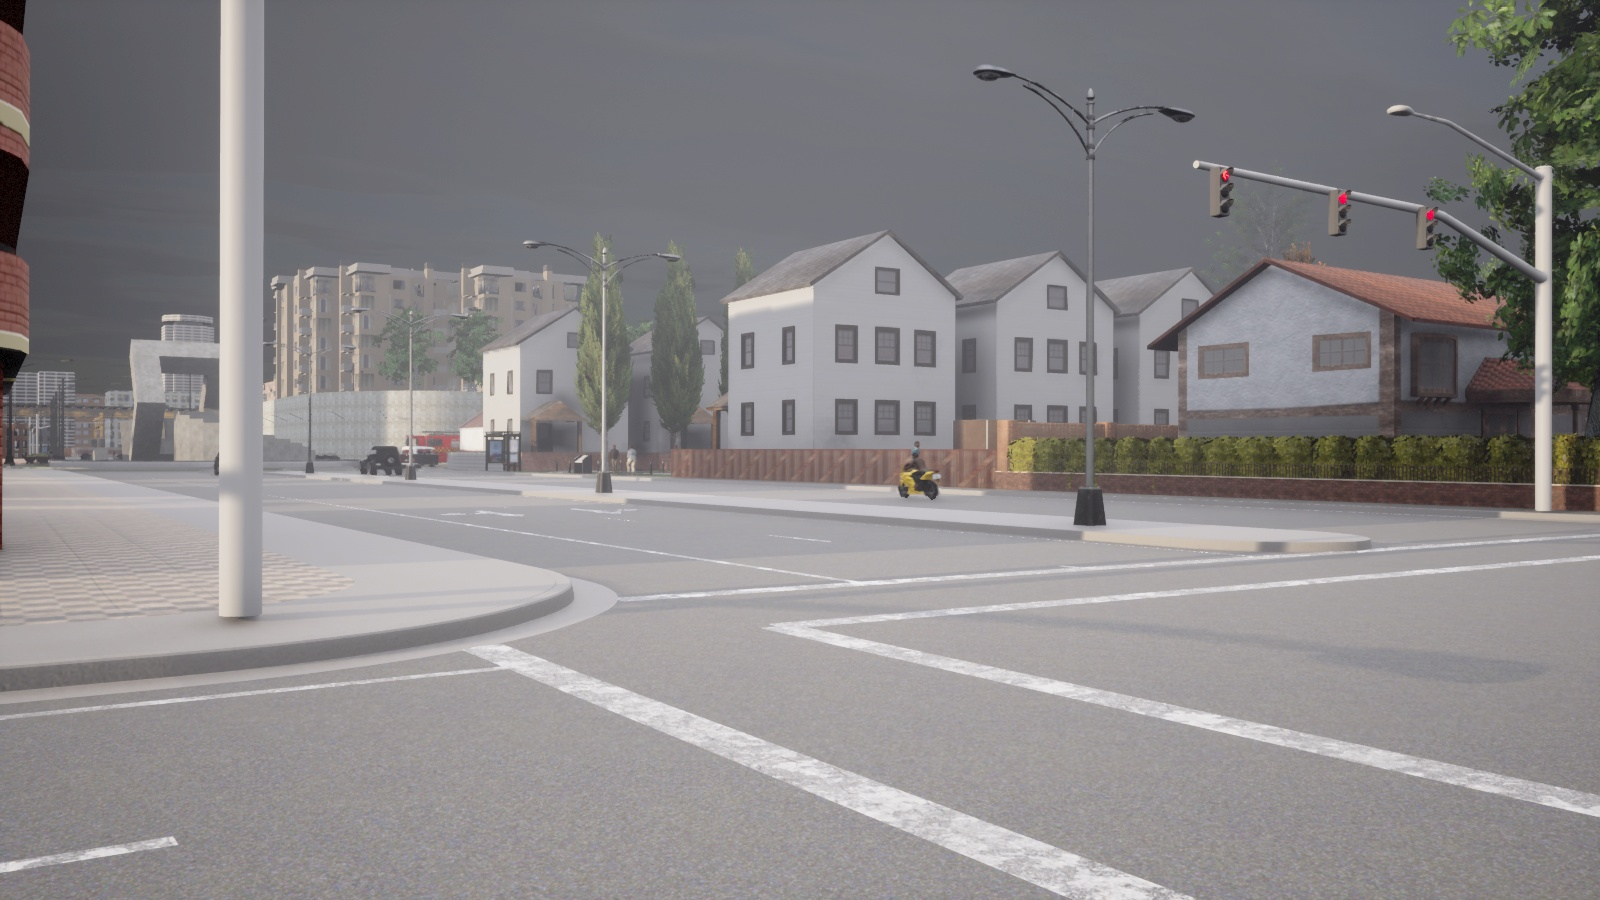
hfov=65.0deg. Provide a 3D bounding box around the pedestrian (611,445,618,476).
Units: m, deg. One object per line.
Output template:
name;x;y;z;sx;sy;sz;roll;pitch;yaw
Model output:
pedestrian;-10.964;0.604;74.296;0.431;1.840;0.703;0;0;-9

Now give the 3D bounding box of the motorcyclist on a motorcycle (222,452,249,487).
motorcyclist on a motorcycle;-26.102;0.896;58.083;0.866;1.590;1.817;0;0;-33

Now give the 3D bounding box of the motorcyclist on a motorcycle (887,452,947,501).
motorcyclist on a motorcycle;3.726;0.817;40.152;0.797;1.523;2.044;0;0;-33

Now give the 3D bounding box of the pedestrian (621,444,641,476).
pedestrian;-9.835;0.597;73.061;0.874;1.855;0.900;0;0;-29

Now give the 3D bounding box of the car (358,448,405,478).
car;-26.608;0.792;79.709;1.905;1.878;3.866;0;0;-33

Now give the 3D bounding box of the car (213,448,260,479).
car;-34.968;0.826;77.852;1.932;1.855;4.605;0;0;-33
